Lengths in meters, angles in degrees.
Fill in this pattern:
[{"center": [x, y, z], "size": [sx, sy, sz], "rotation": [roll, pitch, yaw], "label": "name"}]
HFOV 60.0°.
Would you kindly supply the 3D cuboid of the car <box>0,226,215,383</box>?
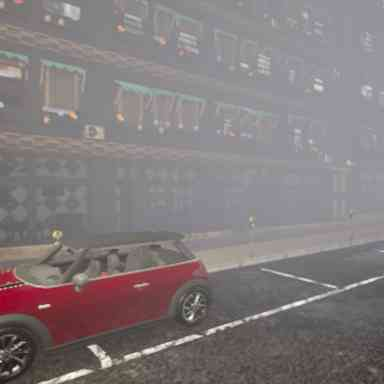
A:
[{"center": [-1.683, 1.429, 5.339], "size": [4.097, 1.590, 1.967], "rotation": [0, 1, -35], "label": "car"}]
